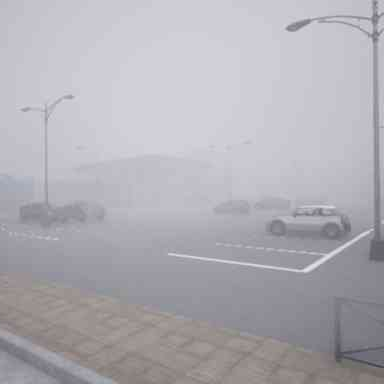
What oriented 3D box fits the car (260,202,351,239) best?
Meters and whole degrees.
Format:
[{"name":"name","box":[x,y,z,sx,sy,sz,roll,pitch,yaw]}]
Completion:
[{"name":"car","box":[5.662,1.430,16.418,3.806,1.475,1.970,-1,0,36]}]

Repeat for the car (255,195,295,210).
[{"name":"car","box":[9.730,1.445,40.641,4.514,1.523,2.007,-1,0,36]}]

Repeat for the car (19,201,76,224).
[{"name":"car","box":[-11.152,1.561,24.942,4.514,1.523,2.007,-1,0,36]}]

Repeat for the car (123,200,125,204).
[{"name":"car","box":[-13.984,2.014,78.012,2.242,1.667,4.611,-1,0,36]}]

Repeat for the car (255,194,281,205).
[{"name":"car","box":[13.195,1.290,57.584,3.866,1.878,1.905,-1,0,36]}]

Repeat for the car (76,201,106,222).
[{"name":"car","box":[-9.350,1.552,27.511,5.027,1.636,2.152,-1,0,36]}]

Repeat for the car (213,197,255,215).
[{"name":"car","box":[3.821,1.468,32.582,3.633,1.501,1.845,-1,0,36]}]

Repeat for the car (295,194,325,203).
[{"name":"car","box":[17.627,1.236,50.300,4.605,1.855,1.932,-1,0,36]}]

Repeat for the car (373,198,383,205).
[{"name":"car","box":[29.807,1.342,50.029,4.514,1.523,2.007,-1,0,36]}]
